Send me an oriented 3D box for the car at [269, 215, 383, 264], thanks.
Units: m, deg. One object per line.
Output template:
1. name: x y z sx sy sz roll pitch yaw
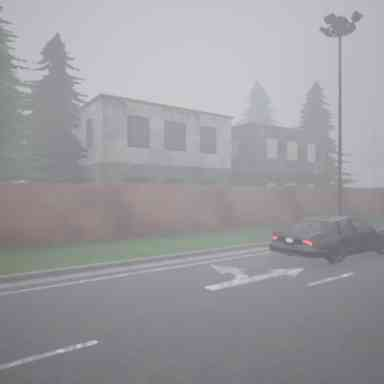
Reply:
1. car: 5.085 1.548 11.762 5.357 1.411 2.033 0 0 -35
